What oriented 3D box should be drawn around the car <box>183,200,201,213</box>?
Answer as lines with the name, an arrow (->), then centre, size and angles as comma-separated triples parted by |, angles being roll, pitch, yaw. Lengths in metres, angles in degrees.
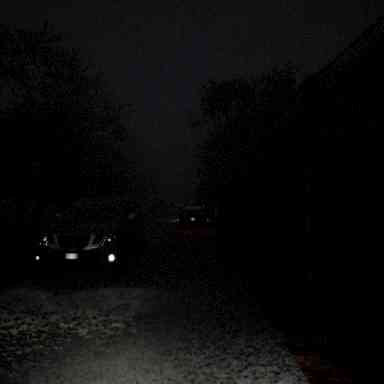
car -> -0.038, 1.713, 40.097 | 1.994, 1.385, 4.181 | 0, -1, 0

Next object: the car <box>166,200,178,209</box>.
car -> -3.052, 1.909, 52.594 | 2.033, 1.411, 5.357 | 0, -1, 0

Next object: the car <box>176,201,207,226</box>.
car -> 0.050, 1.511, 22.790 | 1.812, 1.442, 4.674 | 0, 0, 0

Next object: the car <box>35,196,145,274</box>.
car -> -2.875, 1.179, 10.706 | 2.150, 2.045, 5.566 | 0, 0, 0
